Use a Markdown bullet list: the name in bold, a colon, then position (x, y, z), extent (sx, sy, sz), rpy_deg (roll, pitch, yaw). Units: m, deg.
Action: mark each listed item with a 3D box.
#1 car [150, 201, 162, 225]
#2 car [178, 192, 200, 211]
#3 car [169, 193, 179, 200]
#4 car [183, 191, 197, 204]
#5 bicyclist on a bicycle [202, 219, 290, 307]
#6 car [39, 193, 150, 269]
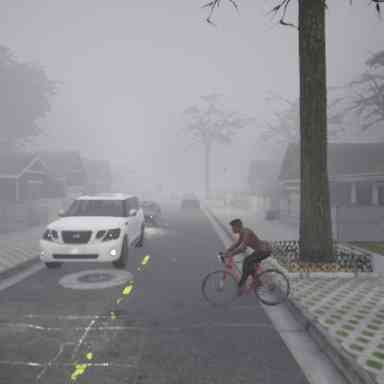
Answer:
- **car**: position (-3.003, 1.292, 21.687), extent (2.033, 1.411, 5.357), rpy_deg (0, 1, 0)
- **car**: position (-0.174, 1.071, 34.546), extent (1.882, 1.535, 5.008), rpy_deg (0, 1, -1)
- **car**: position (-3.290, 0.818, 62.172), extent (2.033, 1.411, 5.357), rpy_deg (0, 1, 0)
- **car**: position (-0.293, 0.776, 49.183), extent (2.097, 1.767, 4.553), rpy_deg (0, 1, 0)
- **bicyclist on a bicycle**: position (0.995, 1.322, 6.180), extent (1.656, 1.620, 0.582), rpy_deg (-1, 1, 0)
- **car**: position (-2.925, 1.090, 11.079), extent (2.150, 2.045, 5.566), rpy_deg (0, 1, 0)
